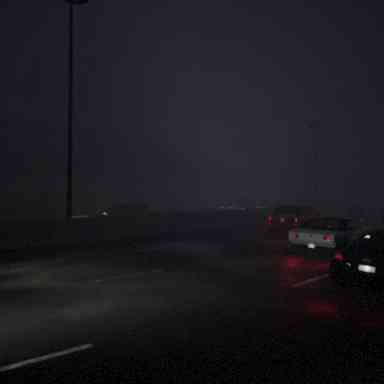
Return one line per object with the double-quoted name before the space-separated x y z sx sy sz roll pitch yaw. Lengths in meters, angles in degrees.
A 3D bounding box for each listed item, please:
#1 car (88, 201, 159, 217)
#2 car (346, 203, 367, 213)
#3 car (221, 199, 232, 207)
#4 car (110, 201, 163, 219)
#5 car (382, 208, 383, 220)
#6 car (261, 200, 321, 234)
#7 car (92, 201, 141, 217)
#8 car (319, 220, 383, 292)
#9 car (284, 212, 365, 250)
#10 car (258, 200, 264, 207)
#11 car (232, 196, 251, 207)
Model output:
"car" -4.922 1.515 23.159 2.097 1.767 4.553 0 -1 45
"car" 17.881 1.912 36.361 1.812 1.442 4.674 0 -1 27
"car" 7.142 2.095 65.631 1.812 1.442 4.674 0 0 21
"car" -5.387 1.730 32.884 2.128 1.511 4.902 0 -1 39
"car" 17.492 1.799 28.589 1.882 1.535 5.008 0 0 32
"car" 6.320 1.543 19.517 2.097 1.767 4.553 0 -1 43
"car" -7.921 1.750 35.278 1.837 1.490 4.892 1 0 39
"car" 5.297 1.661 8.595 4.181 1.385 1.994 1 -1 -42
"car" 6.069 1.746 14.041 4.718 1.301 1.895 1 -1 -45
"car" 13.969 2.151 63.941 1.994 1.385 4.181 0 0 21
"car" 9.700 1.772 62.520 2.150 2.045 5.566 0 0 21
